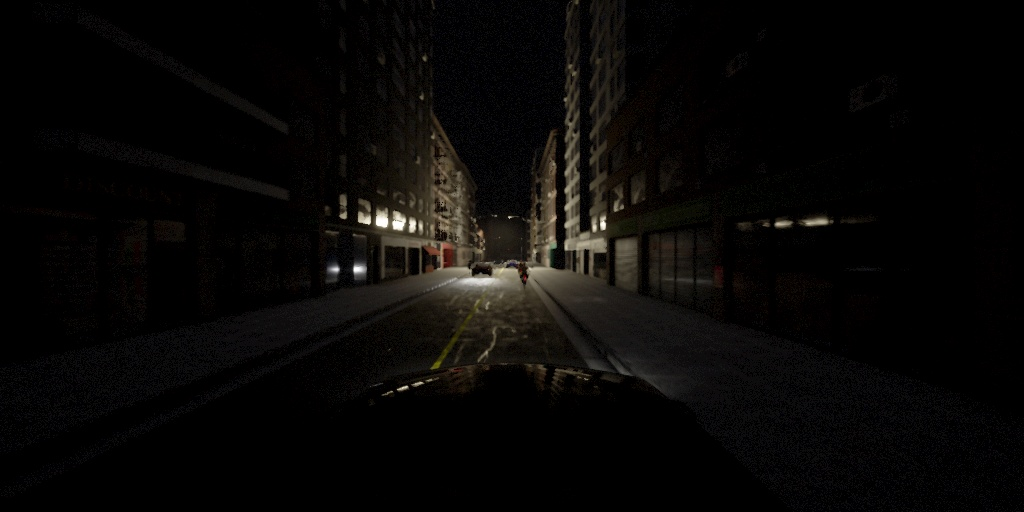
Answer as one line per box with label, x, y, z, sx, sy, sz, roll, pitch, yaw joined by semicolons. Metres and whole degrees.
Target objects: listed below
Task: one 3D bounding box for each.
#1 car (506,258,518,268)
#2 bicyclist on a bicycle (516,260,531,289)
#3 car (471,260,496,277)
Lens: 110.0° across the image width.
car;0.019;1.331;59.713;1.895;1.301;4.718;0;0;0
bicyclist on a bicycle;0.760;1.171;21.655;0.866;1.612;1.509;0;0;0
car;-2.857;1.329;35.085;1.895;1.301;4.718;0;0;0
